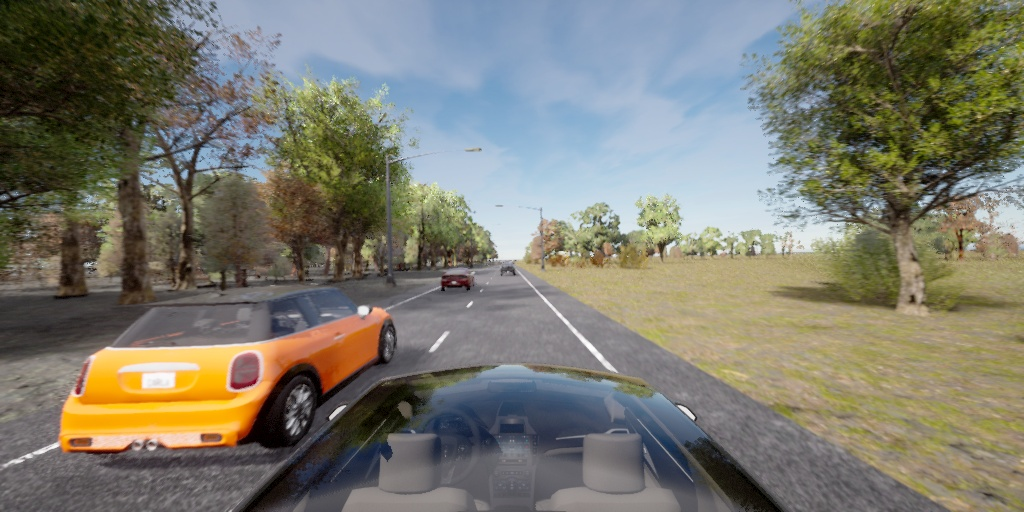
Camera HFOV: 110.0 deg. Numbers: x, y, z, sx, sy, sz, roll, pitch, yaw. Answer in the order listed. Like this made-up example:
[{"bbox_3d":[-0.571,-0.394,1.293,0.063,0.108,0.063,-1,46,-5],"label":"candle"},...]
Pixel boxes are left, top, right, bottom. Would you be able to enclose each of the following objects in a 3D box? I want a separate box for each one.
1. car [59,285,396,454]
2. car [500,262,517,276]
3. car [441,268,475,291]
[{"bbox_3d":[-3.417,1.234,5.565,2.097,1.767,4.553,-2,-1,-1],"label":"car"},{"bbox_3d":[-0.491,1.695,45.995,1.837,1.490,4.892,-2,-1,-1],"label":"car"},{"bbox_3d":[-3.692,1.555,25.094,1.882,1.535,5.008,-2,-1,-1],"label":"car"}]
